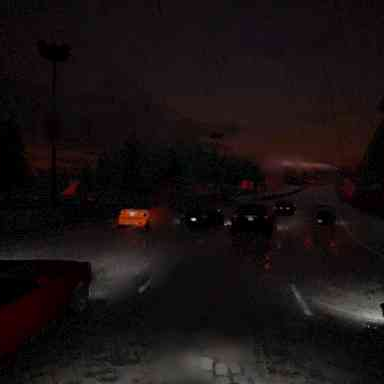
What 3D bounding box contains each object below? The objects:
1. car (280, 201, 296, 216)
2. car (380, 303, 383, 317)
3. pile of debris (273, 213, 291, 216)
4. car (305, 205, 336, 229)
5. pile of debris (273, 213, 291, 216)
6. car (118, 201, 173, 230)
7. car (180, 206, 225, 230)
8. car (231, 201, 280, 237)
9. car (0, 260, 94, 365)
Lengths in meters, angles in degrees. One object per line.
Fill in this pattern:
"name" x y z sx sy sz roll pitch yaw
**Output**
"car" 9.425 1.597 33.975 2.033 1.411 5.357 0 0 22
"car" 3.755 1.565 2.817 2.033 1.411 5.357 0 0 4
"pile of debris" 8.858 2.225 32.820 1.500 0.140 1.860 0 0 22
"car" 8.523 1.570 22.145 1.812 1.442 4.674 0 0 21
"pile of debris" 8.858 2.225 32.820 1.500 0.140 1.860 0 0 22
"car" -2.843 1.347 21.515 2.097 1.767 4.553 0 0 18
"car" 0.756 1.574 21.275 1.994 1.385 4.181 0 0 19
"car" 3.558 1.373 18.620 2.097 1.767 4.553 0 0 18
"car" -3.060 1.589 4.638 1.895 1.301 4.718 0 0 5
